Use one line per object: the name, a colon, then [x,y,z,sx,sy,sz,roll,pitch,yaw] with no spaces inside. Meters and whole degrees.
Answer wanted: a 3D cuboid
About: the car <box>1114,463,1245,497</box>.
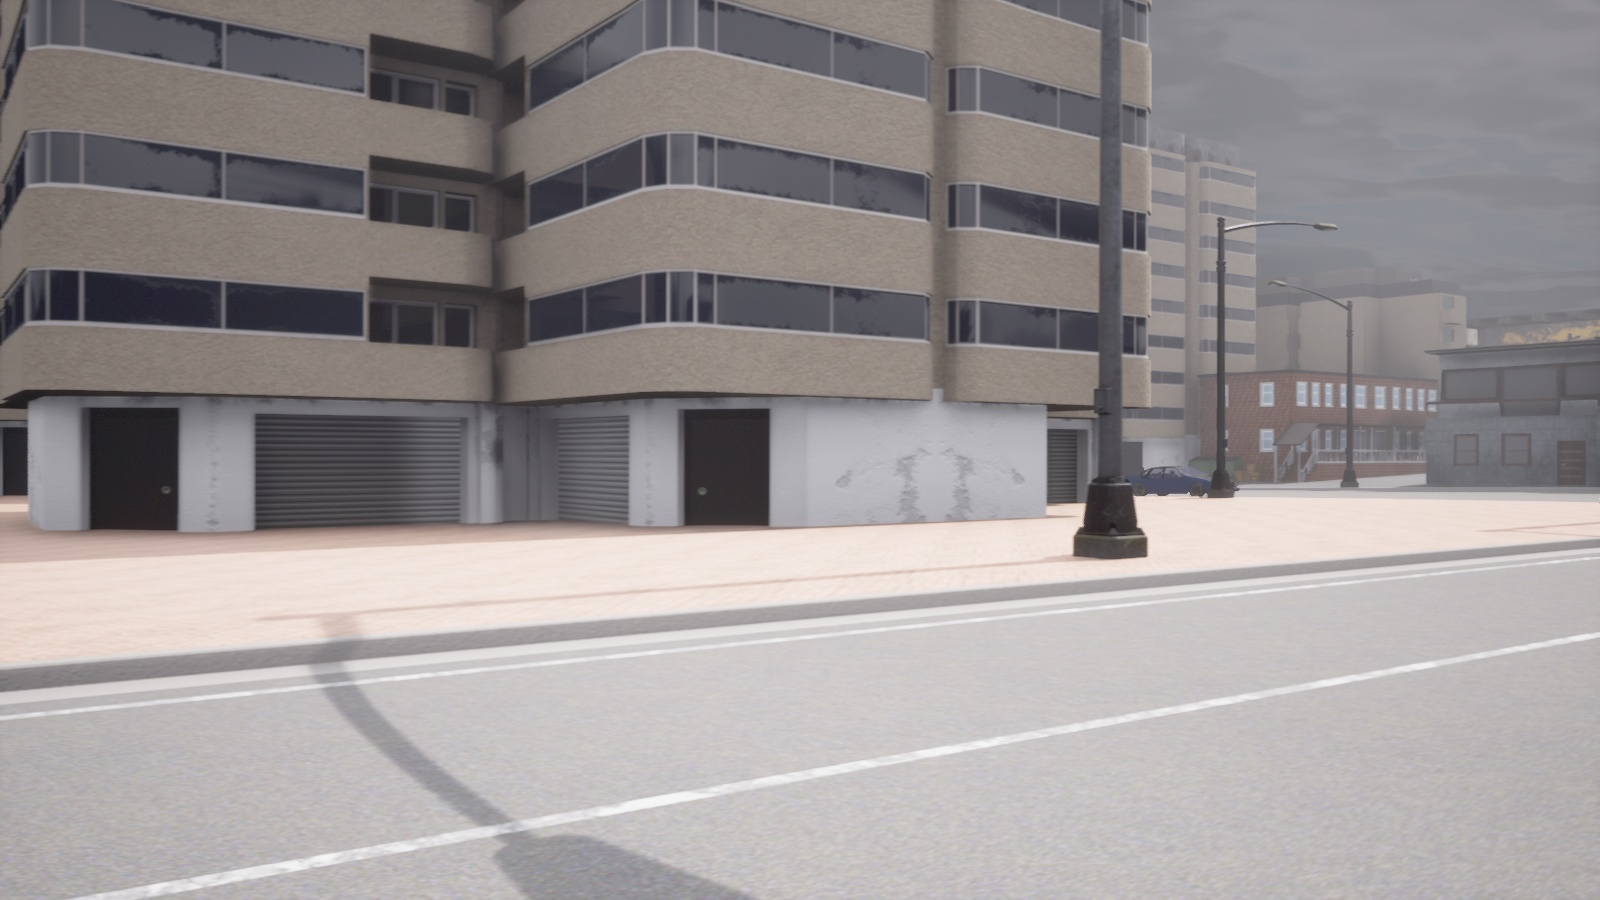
car: [16.665,1.333,55.388,2.033,1.411,5.357,0,-1,-36]
